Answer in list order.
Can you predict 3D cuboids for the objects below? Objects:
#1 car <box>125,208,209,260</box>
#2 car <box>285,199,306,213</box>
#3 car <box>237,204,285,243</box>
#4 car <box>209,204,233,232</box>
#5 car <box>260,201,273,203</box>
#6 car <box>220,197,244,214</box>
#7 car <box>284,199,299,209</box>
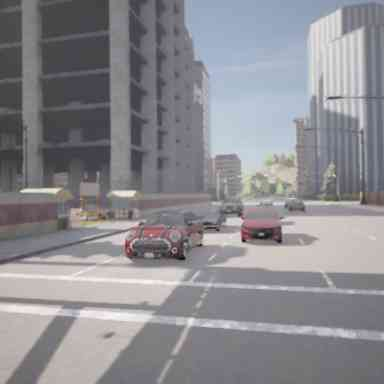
[{"bbox_3d":[-0.898,1.515,13.156,2.097,1.767,4.553,-1,-1,13],"label":"car"},{"bbox_3d":[13.183,1.760,41.876,2.128,1.511,4.902,-1,-1,14],"label":"car"},{"bbox_3d":[3.629,1.617,17.126,1.882,1.535,5.008,-1,-1,13],"label":"car"},{"bbox_3d":[1.267,1.779,22.377,2.033,1.411,5.357,-1,-1,13],"label":"car"},{"bbox_3d":[8.153,1.774,36.326,2.128,1.511,4.902,-1,-1,13],"label":"car"},{"bbox_3d":[4.345,1.552,35.459,2.150,2.045,5.566,-1,-1,13],"label":"car"},{"bbox_3d":[15.515,1.870,52.027,1.812,1.442,4.674,-1,-1,13],"label":"car"}]
